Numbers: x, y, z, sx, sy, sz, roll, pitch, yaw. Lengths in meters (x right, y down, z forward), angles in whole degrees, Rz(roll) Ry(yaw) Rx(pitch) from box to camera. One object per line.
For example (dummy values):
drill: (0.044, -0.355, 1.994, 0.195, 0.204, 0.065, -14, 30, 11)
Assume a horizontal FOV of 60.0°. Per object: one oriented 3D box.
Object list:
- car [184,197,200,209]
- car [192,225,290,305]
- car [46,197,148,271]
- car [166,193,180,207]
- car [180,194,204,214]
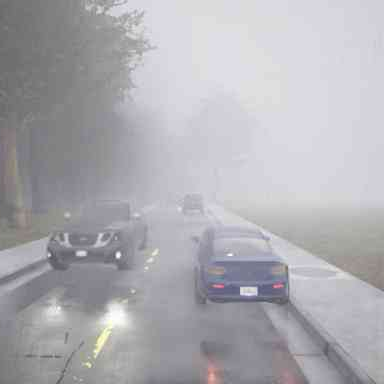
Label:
car: (0.087, 1.493, 46.478, 2.128, 1.511, 4.902, 0, 0, 1)
car: (0.973, 1.526, 7.978, 1.812, 1.442, 4.674, 0, 0, 0)
car: (-2.836, 1.222, 11.292, 2.150, 2.045, 5.566, 0, 0, 0)
car: (-2.690, 1.223, 50.781, 2.150, 2.045, 5.566, 0, 0, 0)
car: (0.116, 1.222, 35.902, 2.150, 2.045, 5.566, 0, 0, 0)
